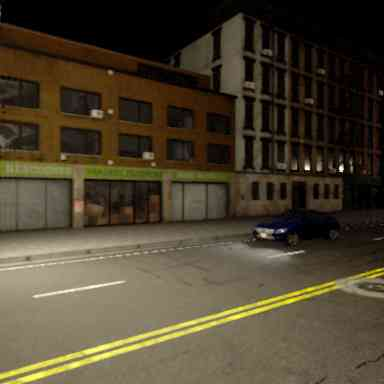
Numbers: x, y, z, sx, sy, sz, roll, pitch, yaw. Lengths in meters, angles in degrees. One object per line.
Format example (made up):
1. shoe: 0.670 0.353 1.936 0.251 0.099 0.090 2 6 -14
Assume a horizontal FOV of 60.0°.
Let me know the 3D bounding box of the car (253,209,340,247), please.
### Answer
1. car: 4.852 1.520 15.055 4.674 1.442 1.812 0 0 -35
